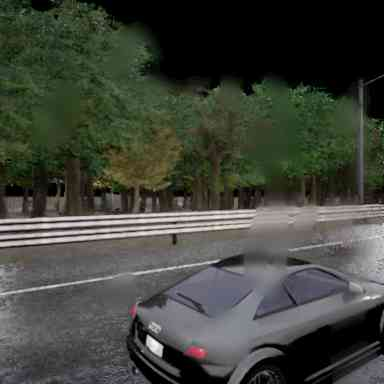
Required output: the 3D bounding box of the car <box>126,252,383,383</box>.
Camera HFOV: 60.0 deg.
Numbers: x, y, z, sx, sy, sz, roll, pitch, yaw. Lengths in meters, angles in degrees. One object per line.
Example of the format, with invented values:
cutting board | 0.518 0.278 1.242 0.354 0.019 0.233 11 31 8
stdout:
car | 1.238 1.578 4.633 4.181 1.385 1.994 0 0 -36
